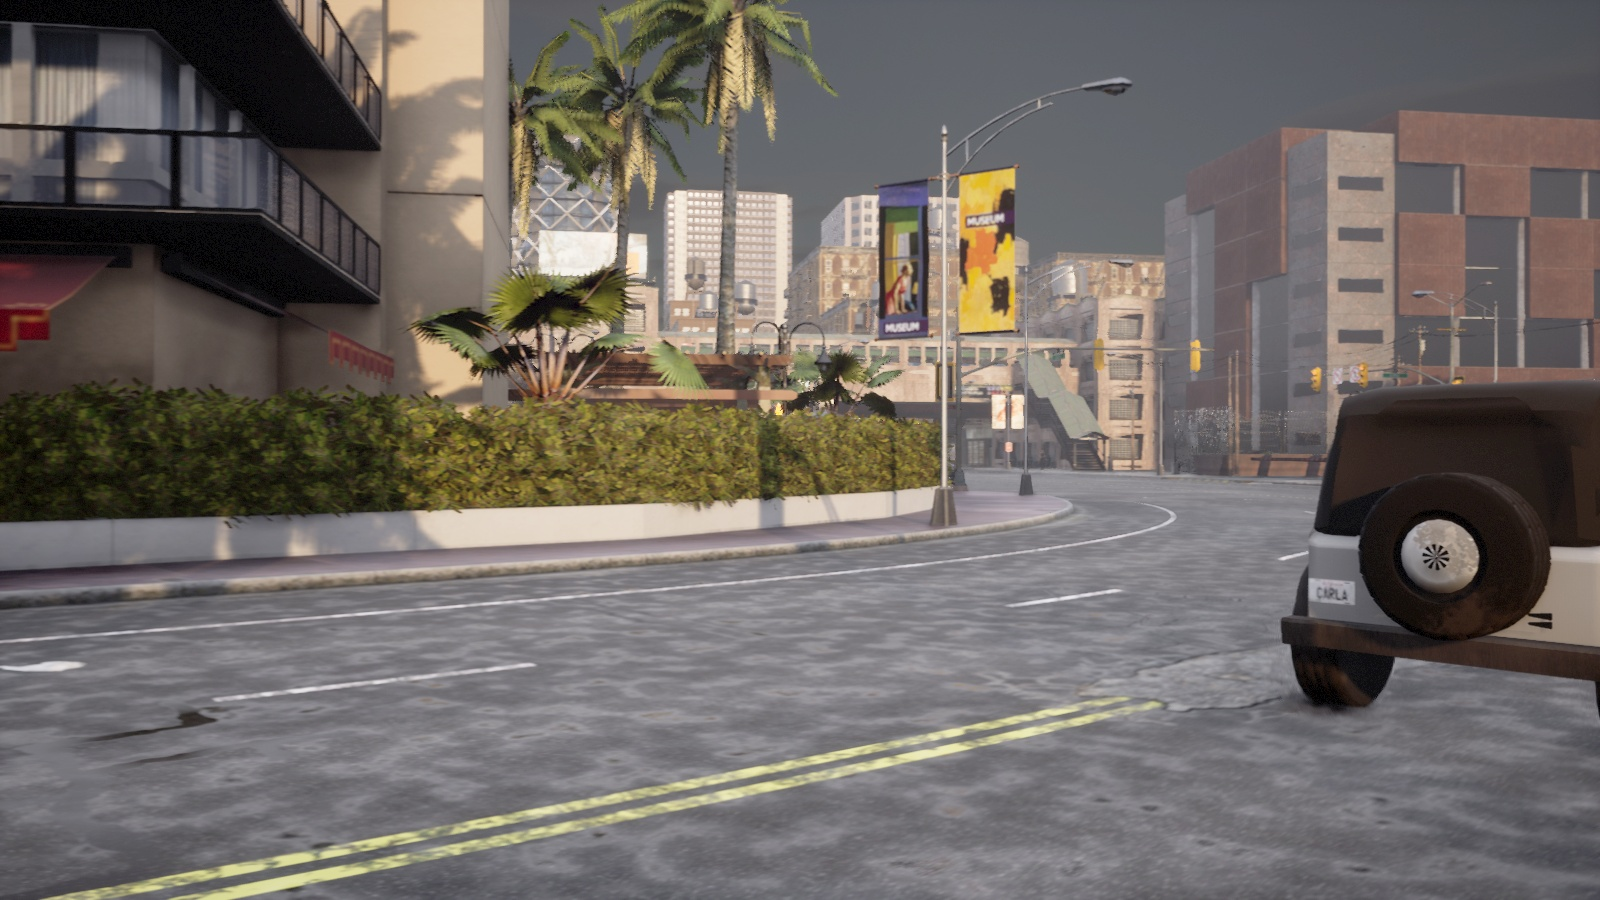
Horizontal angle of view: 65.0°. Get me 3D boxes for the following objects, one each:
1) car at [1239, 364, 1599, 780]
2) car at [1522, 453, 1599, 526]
[{"bbox_3d":[4.520,0.553,7.542,3.866,1.878,1.905,0,0,-41],"label":"car"},{"bbox_3d":[17.183,0.799,27.301,1.816,1.474,4.193,0,0,19],"label":"car"}]
